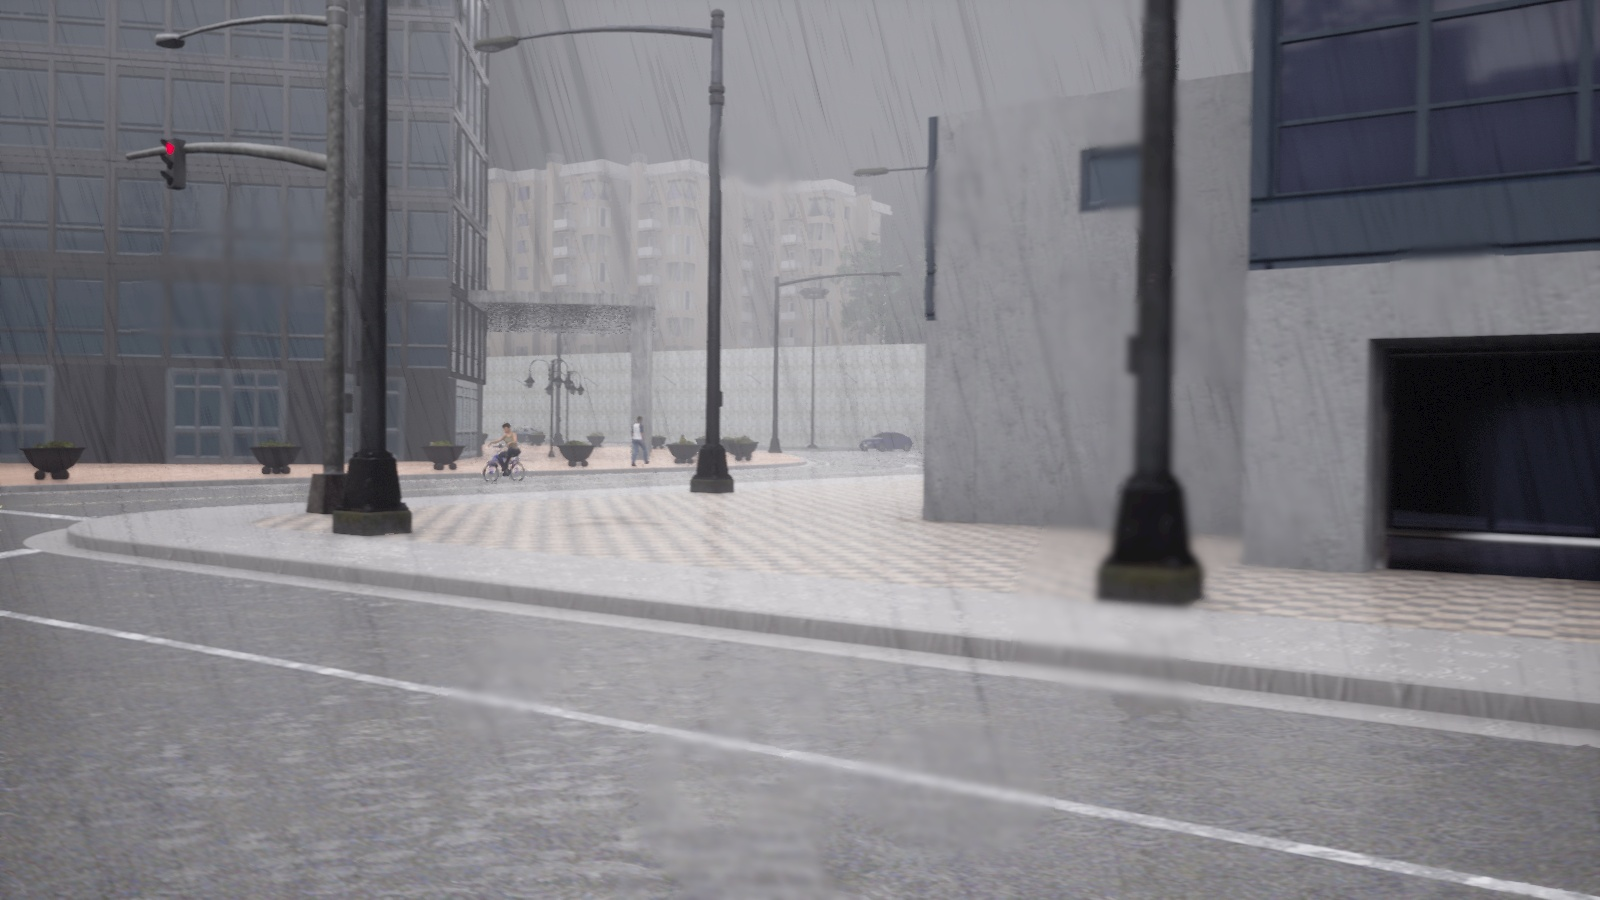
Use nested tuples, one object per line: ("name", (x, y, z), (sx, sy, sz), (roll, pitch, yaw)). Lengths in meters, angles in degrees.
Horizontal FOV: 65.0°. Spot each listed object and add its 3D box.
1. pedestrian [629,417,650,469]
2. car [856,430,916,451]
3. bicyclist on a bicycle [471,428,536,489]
("pedestrian", (-5.697, -0.244, 44.644), (0.354, 1.836, 0.706), (0, 1, 33))
("car", (6.284, -0.702, 91.208), (1.812, 1.442, 4.674), (0, 1, 43))
("bicyclist on a bicycle", (-7.970, 0.215, 33.832), (0.866, 1.612, 1.509), (0, 1, 34))
